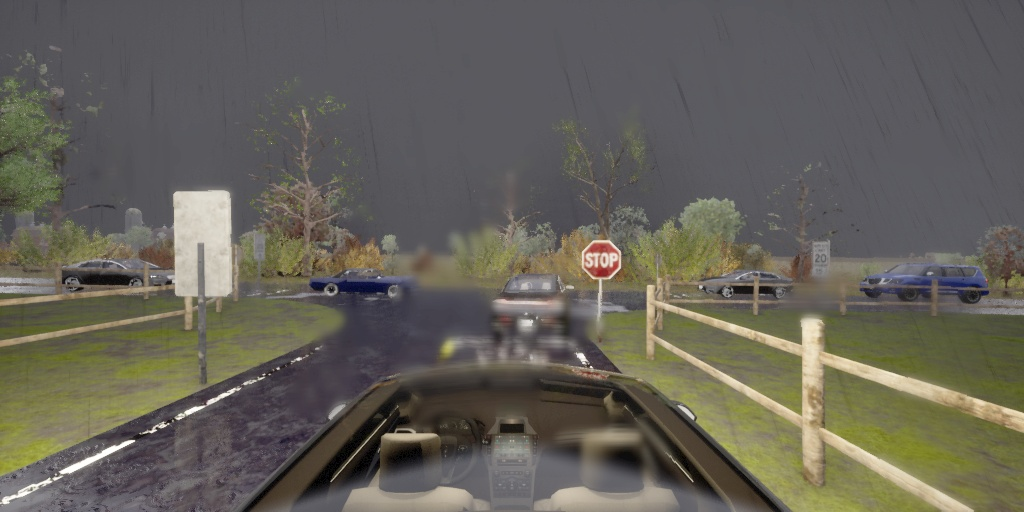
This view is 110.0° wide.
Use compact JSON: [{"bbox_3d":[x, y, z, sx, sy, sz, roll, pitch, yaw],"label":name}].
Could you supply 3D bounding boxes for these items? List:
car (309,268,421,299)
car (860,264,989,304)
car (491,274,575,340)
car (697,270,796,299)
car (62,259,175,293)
[{"bbox_3d":[-6.824,1.248,17.095,4.718,1.301,1.895,1,1,0],"label":"car"},{"bbox_3d":[22.897,1.466,20.015,5.566,2.045,2.150,1,1,0],"label":"car"},{"bbox_3d":[0.705,1.240,10.065,2.128,1.511,4.902,0,0,9],"label":"car"},{"bbox_3d":[13.002,1.525,20.025,4.902,1.511,2.128,1,1,0],"label":"car"},{"bbox_3d":[-18.492,0.885,17.111,4.902,1.511,2.128,1,1,0],"label":"car"}]
